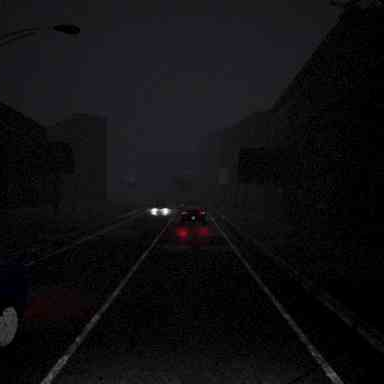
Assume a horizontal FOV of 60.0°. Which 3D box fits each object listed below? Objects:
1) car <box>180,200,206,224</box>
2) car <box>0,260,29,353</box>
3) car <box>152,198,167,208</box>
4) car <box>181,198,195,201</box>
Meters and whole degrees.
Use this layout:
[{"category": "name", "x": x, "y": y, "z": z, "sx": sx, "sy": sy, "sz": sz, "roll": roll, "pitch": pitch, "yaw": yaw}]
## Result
[{"category": "car", "x": 0.097, "y": 1.613, "z": 25.375, "sx": 1.812, "sy": 1.442, "sz": 4.674, "roll": 0, "pitch": 0, "yaw": 0}, {"category": "car", "x": -3.599, "y": 1.509, "z": 3.381, "sx": 1.882, "sy": 1.535, "sz": 5.008, "roll": 0, "pitch": 0, "yaw": 0}, {"category": "car", "x": -4.478, "y": 1.493, "z": 45.860, "sx": 1.895, "sy": 1.301, "sz": 4.718, "roll": 0, "pitch": 1, "yaw": -8}, {"category": "car", "x": -0.358, "y": 1.466, "z": 41.644, "sx": 2.128, "sy": 1.511, "sz": 4.902, "roll": 0, "pitch": 1, "yaw": -4}]
